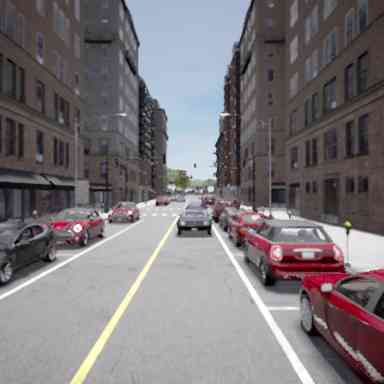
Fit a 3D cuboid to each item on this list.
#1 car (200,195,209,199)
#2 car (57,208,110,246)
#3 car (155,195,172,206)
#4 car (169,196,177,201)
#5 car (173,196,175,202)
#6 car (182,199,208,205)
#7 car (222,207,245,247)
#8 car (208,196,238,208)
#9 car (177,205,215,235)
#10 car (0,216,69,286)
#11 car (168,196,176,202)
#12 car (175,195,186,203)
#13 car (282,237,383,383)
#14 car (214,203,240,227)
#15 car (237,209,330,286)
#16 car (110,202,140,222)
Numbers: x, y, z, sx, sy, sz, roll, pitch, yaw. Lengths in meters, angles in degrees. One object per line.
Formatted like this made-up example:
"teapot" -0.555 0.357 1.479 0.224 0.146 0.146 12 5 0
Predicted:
"car" 2.785 1.505 53.631 2.192 1.841 5.009 0 0 0
"car" -5.365 1.496 15.223 1.967 1.590 4.097 0 0 0
"car" -5.325 1.525 59.147 2.192 1.841 5.009 0 0 0
"car" -5.257 1.869 92.168 1.887 1.381 4.507 0 0 0
"car" -5.302 1.799 70.153 2.008 1.369 4.403 0 0 0
"car" 0.530 1.680 32.912 1.994 1.385 4.181 0 0 7
"car" 2.660 1.600 15.210 1.887 1.381 4.507 0 0 0
"car" 2.678 1.410 26.575 2.192 1.841 5.009 0 0 0
"car" 0.129 1.671 19.483 1.895 1.301 4.718 0 0 0
"car" -5.375 1.601 9.540 1.947 1.339 4.313 0 0 0
"car" -5.269 1.849 86.665 1.887 1.381 4.507 0 0 0
"car" -2.624 1.635 79.300 2.097 1.767 4.553 0 0 0
"car" 2.641 1.559 3.845 1.887 1.381 4.507 0 0 0
"car" 2.669 1.626 20.892 2.008 1.369 4.403 0 0 0
"car" 2.650 1.475 9.528 1.967 1.590 4.097 0 0 0
"car" -5.347 1.536 26.587 1.967 1.590 4.097 0 0 0
